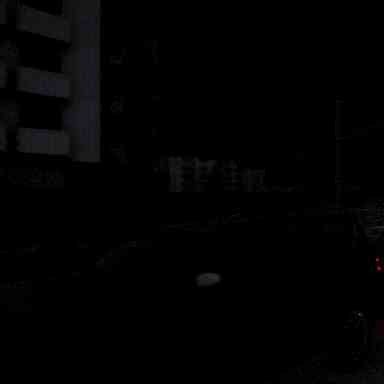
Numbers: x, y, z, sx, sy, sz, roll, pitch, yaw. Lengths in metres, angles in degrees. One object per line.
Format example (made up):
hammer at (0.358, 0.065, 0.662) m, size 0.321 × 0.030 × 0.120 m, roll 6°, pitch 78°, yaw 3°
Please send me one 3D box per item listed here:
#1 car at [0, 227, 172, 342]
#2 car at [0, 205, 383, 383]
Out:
car at (-2.698, 1.563, 6.355) m, size 4.181 × 1.385 × 1.994 m, roll 0°, pitch 0°, yaw -35°
car at (0.166, 1.221, 4.101) m, size 5.566 × 2.045 × 2.150 m, roll 0°, pitch 0°, yaw -35°
